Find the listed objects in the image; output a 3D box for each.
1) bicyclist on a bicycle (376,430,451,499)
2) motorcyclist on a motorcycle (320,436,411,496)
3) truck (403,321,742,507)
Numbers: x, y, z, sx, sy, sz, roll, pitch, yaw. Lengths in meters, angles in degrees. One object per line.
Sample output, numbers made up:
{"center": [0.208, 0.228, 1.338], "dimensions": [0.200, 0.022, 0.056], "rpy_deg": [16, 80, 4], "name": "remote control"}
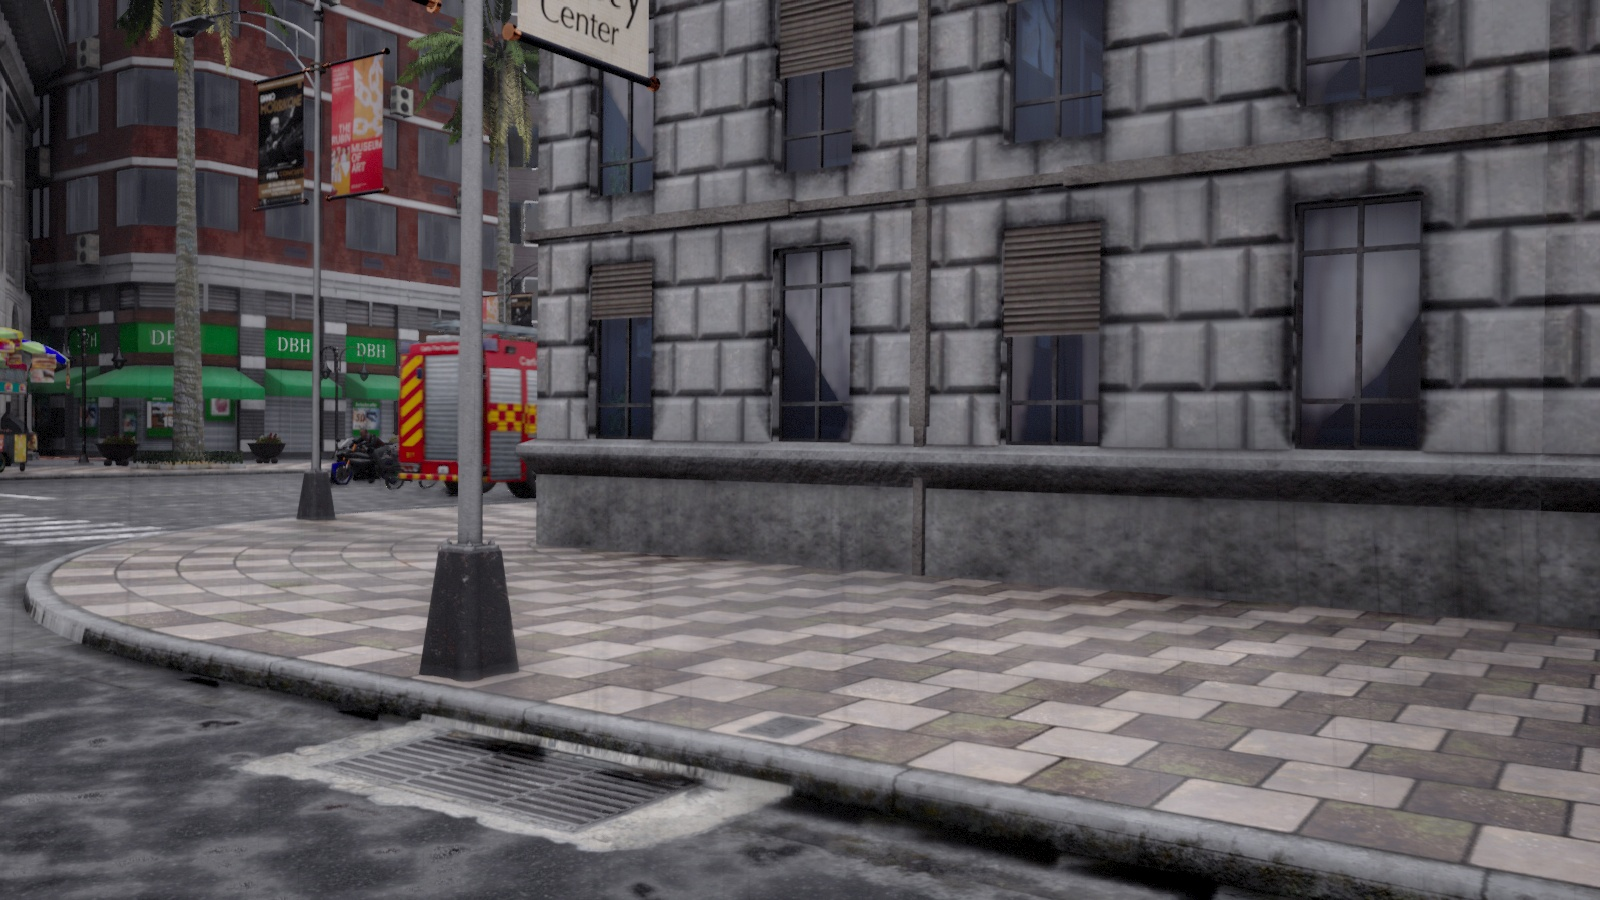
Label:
{"center": [-9.299, 0.330, 30.252], "dimensions": [0.866, 1.612, 1.509], "rpy_deg": [0, 1, 34], "name": "bicyclist on a bicycle"}
{"center": [-11.503, 0.405, 33.326], "dimensions": [0.866, 1.530, 2.191], "rpy_deg": [0, 1, 33], "name": "motorcyclist on a motorcycle"}
{"center": [-5.105, -0.807, 30.202], "dimensions": [2.891, 3.827, 8.468], "rpy_deg": [0, 1, 34], "name": "truck"}
